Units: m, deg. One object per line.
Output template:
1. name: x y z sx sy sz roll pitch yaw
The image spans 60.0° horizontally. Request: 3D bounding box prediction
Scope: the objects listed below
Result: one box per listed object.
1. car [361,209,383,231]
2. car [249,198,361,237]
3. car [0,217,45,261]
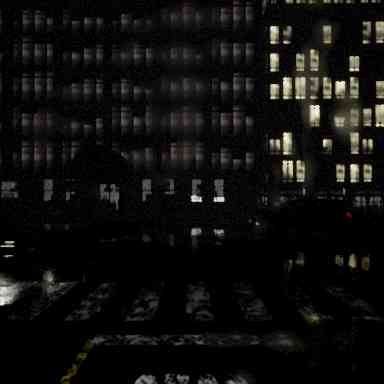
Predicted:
1. car: 10.438 1.794 22.068 5.357 1.411 2.033 1 -1 1
2. car: 6.095 1.355 18.874 5.566 2.045 2.150 1 -1 1
3. car: -7.269 1.420 11.105 5.008 1.535 1.882 2 -1 20
